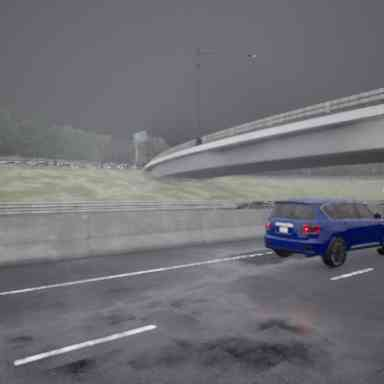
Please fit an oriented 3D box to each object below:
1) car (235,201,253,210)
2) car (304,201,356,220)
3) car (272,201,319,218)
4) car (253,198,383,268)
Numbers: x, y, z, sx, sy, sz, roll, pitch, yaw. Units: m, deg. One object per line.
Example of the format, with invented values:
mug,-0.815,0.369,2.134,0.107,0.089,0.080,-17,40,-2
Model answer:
car,6.428,1.670,34.371,4.181,1.385,1.994,1,0,-35
car,12.571,1.623,30.154,4.902,1.511,2.128,1,0,-35
car,10.267,1.632,32.810,4.892,1.490,1.837,1,0,-35
car,4.950,1.243,11.579,5.566,2.045,2.150,0,0,-36
